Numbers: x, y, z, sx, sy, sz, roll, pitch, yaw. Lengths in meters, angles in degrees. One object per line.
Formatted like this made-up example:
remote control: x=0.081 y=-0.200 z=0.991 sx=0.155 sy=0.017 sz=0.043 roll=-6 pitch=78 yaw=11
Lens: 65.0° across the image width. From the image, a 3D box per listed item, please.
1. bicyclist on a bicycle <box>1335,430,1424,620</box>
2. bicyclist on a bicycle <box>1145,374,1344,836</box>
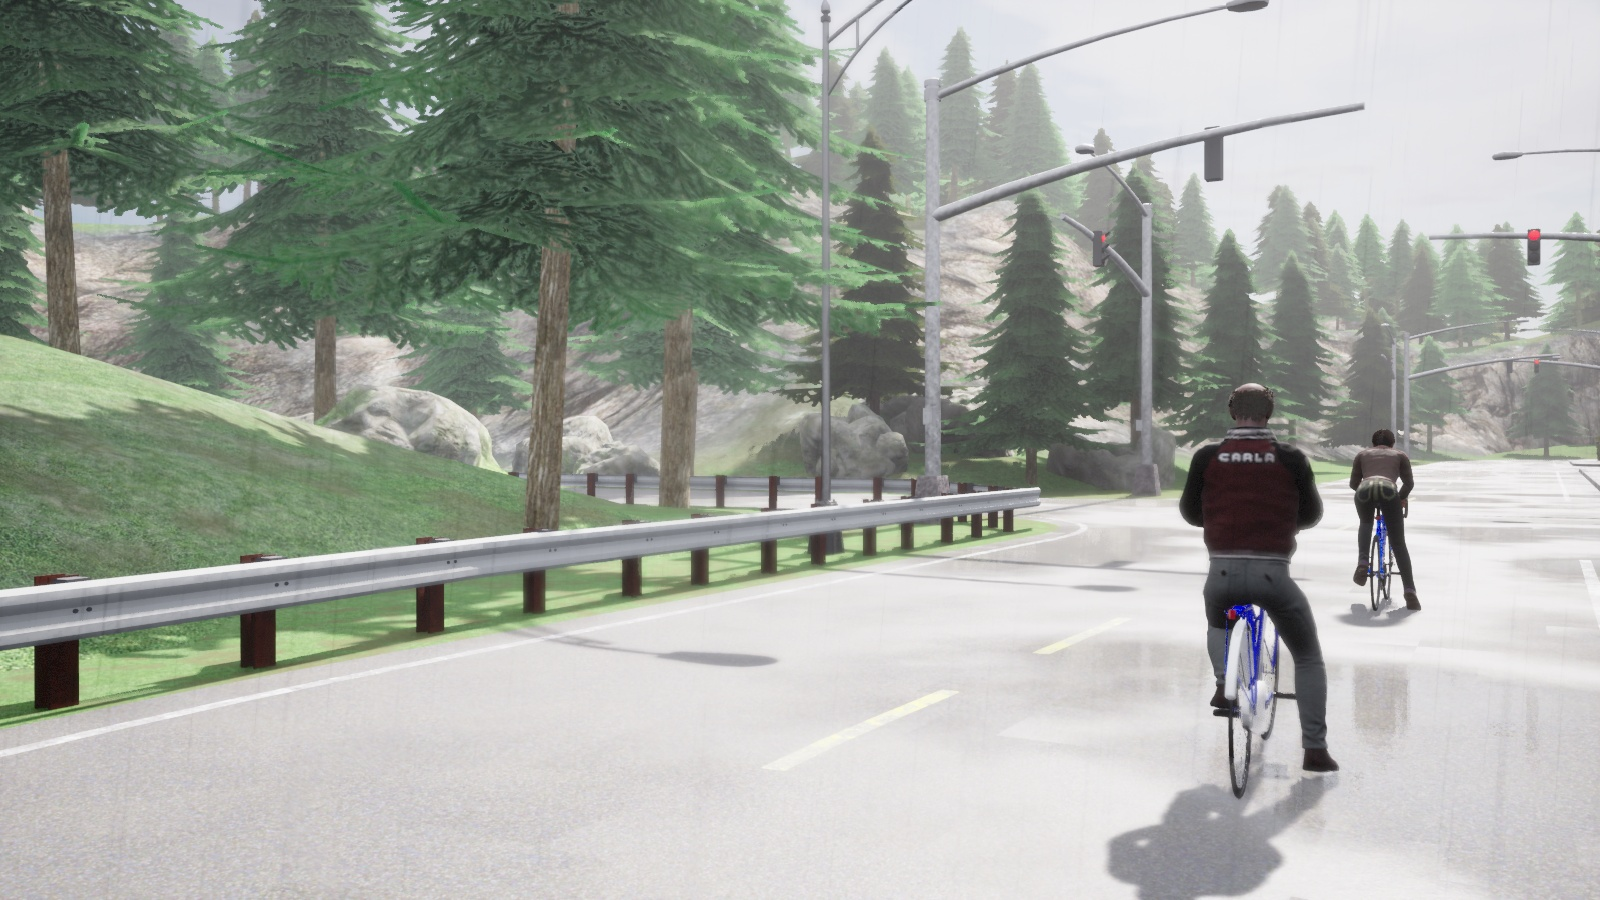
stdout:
bicyclist on a bicycle: x=5.347 y=0.638 z=11.548 sx=0.582 sy=1.620 sz=1.656 roll=0 pitch=0 yaw=30
bicyclist on a bicycle: x=2.104 y=0.586 z=5.788 sx=0.659 sy=1.776 sz=1.843 roll=0 pitch=1 yaw=26
